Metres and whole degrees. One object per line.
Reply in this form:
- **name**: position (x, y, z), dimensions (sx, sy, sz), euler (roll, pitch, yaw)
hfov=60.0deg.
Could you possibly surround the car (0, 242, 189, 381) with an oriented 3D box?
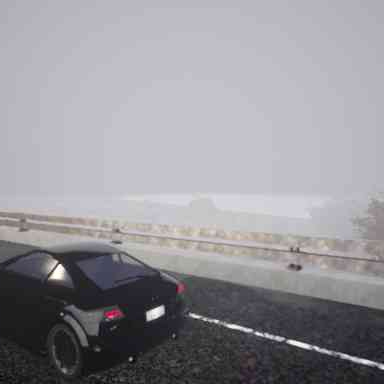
- **car**: position (-2.104, 1.545, 5.516), dimensions (4.181, 1.385, 1.994), euler (0, 0, 36)
